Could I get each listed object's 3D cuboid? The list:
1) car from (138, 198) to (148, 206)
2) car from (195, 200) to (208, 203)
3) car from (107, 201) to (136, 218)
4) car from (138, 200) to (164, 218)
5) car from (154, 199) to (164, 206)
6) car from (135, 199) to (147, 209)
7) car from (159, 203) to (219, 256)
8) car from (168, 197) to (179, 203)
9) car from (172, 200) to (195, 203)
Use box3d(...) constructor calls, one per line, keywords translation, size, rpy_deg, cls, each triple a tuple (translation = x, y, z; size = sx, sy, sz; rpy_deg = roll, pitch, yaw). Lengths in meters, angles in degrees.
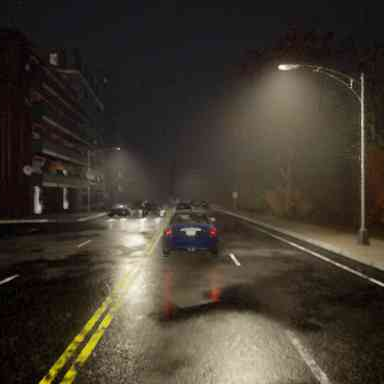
box3d(translation=(-10.160, 2.118, 69.682), size=(1.882, 1.535, 5.008), rpy_deg=(0, -1, -6), cls="car")
box3d(translation=(1.540, 2.036, 48.772), size=(2.128, 1.511, 4.902), rpy_deg=(0, -1, -4), cls="car")
box3d(translation=(-7.577, 1.954, 35.255), size=(2.033, 1.411, 5.357), rpy_deg=(0, -1, -3), cls="car")
box3d(translation=(-4.362, 1.916, 35.938), size=(1.837, 1.490, 4.892), rpy_deg=(0, -1, -3), cls="car")
box3d(translation=(-6.970, 2.203, 70.424), size=(1.895, 1.301, 4.718), rpy_deg=(0, -1, -6), cls="car")
box3d(translation=(-8.799, 2.119, 54.076), size=(1.837, 1.490, 4.892), rpy_deg=(0, -1, -4), cls="car")
box3d(translation=(-0.086, 1.513, 13.983), size=(2.097, 1.767, 4.553), rpy_deg=(0, -1, -1), cls="car")
box3d(translation=(-3.938, 2.030, 72.661), size=(2.150, 2.045, 5.566), rpy_deg=(0, -1, -6), cls="car")
box3d(translation=(-0.955, 1.921, 36.682), size=(1.837, 1.490, 4.892), rpy_deg=(0, -1, -3), cls="car")
